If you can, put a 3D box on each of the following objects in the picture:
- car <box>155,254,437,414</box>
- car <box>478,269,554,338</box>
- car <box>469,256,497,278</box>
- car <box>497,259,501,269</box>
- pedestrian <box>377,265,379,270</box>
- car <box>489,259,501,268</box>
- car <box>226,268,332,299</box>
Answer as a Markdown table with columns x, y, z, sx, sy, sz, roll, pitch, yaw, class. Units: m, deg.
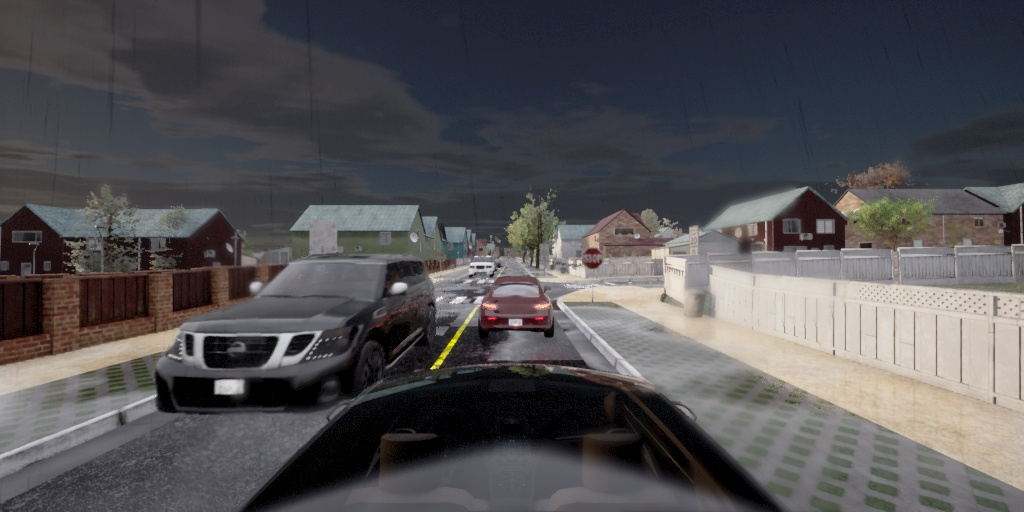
| x | y | z | sx | sy | sz | roll | pitch | yaw | class |
| --- | --- | --- | --- | --- | --- | --- | --- | --- | --- |
| -2.849 | 0.973 | 6.380 | 2.150 | 2.045 | 5.566 | 0 | 0 | 0 | car |
| 0.138 | 1.278 | 10.123 | 1.812 | 1.442 | 4.674 | 0 | 0 | 2 | car |
| -2.819 | 0.974 | 34.364 | 2.150 | 2.045 | 5.566 | 0 | 0 | 0 | car |
| -2.823 | 1.242 | 45.721 | 2.128 | 1.511 | 4.902 | 0 | 0 | 0 | car |
| -9.680 | 1.212 | 26.548 | 0.375 | 1.860 | 0.375 | 0 | 0 | 0 | pedestrian |
| -2.800 | 1.223 | 60.138 | 1.882 | 1.535 | 5.008 | 0 | 0 | 0 | car |
| -13.319 | 1.557 | 20.702 | 4.892 | 1.490 | 1.837 | -2 | -1 | -1 | car |
